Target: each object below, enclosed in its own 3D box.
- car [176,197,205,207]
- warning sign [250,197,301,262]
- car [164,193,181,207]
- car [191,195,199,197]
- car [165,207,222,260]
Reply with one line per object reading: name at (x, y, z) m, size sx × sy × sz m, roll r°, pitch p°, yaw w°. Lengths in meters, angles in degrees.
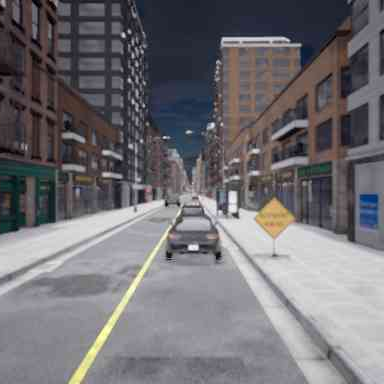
car at (0.055, 1.468, 27.767) m, size 2.128 × 1.511 × 4.902 m, roll 0°, pitch 0°, yaw 0°
warning sign at (2.512, 1.098, 10.193) m, size 1.300 × 1.860 × 1.060 m, roll 0°, pitch 0°, yaw 0°
car at (-2.864, 1.201, 49.315) m, size 2.150 × 2.045 × 5.566 m, roll 0°, pitch 0°, yaw 0°
car at (0.906, 1.523, 90.196) m, size 1.882 × 1.535 × 5.008 m, roll 0°, pitch 0°, yaw 0°
car at (0.061, 1.507, 12.303) m, size 1.812 × 1.442 × 4.674 m, roll 0°, pitch 0°, yaw 0°
